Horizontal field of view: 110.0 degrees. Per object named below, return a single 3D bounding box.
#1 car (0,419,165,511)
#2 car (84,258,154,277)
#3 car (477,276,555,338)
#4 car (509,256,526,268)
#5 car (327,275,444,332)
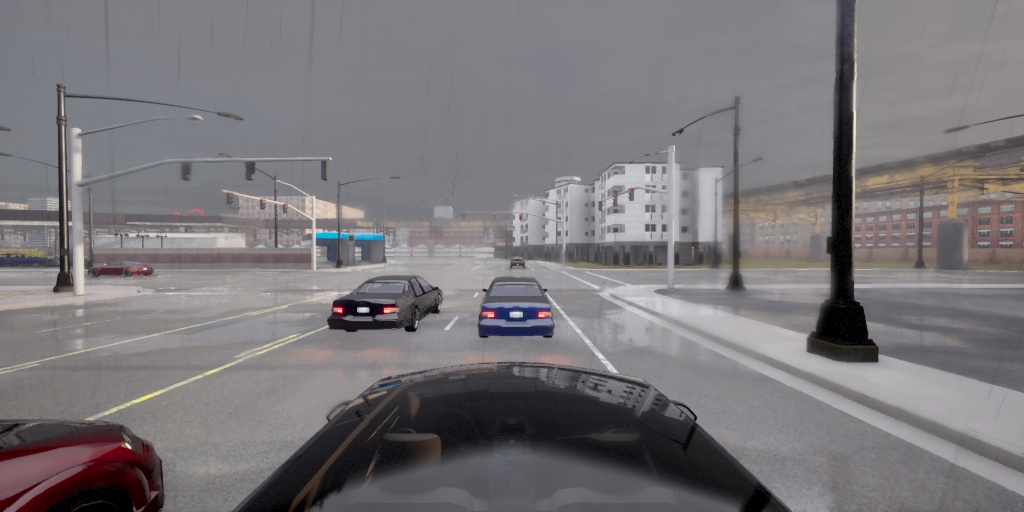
[{"bbox_3d":[-3.395,1.314,0.719,1.994,1.385,4.181,0,0,0],"label":"car"},{"bbox_3d":[-33.741,1.084,30.963,4.181,1.385,1.994,0,1,-1],"label":"car"},{"bbox_3d":[0.090,1.279,10.114,2.033,1.411,5.357,0,0,0],"label":"car"},{"bbox_3d":[0.707,0.771,46.164,1.837,1.490,4.892,0,1,0],"label":"car"},{"bbox_3d":[-3.406,1.274,10.716,2.033,1.411,5.357,0,0,0],"label":"car"}]
